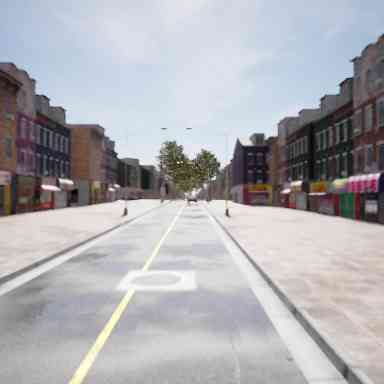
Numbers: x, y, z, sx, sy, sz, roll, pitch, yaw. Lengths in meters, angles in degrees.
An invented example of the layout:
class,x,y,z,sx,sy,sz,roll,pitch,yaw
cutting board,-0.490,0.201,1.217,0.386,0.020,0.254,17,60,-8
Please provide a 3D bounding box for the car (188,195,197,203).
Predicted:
class,x,y,z,sx,sy,sz,roll,pitch,yaw
car,0.085,1.496,67.215,1.837,1.490,4.892,0,0,0

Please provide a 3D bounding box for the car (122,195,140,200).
class,x,y,z,sx,sy,sz,roll,pitch,yaw
car,-14.645,1.463,80.127,4.313,1.339,1.947,1,-2,0

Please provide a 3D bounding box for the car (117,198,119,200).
class,x,y,z,sx,sy,sz,roll,pitch,yaw
car,-19.972,1.354,80.102,4.829,1.417,1.752,1,-2,0

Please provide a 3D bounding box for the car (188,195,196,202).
class,x,y,z,sx,sy,sz,roll,pitch,yaw
car,0.101,1.556,80.945,1.882,1.535,5.008,0,0,0
